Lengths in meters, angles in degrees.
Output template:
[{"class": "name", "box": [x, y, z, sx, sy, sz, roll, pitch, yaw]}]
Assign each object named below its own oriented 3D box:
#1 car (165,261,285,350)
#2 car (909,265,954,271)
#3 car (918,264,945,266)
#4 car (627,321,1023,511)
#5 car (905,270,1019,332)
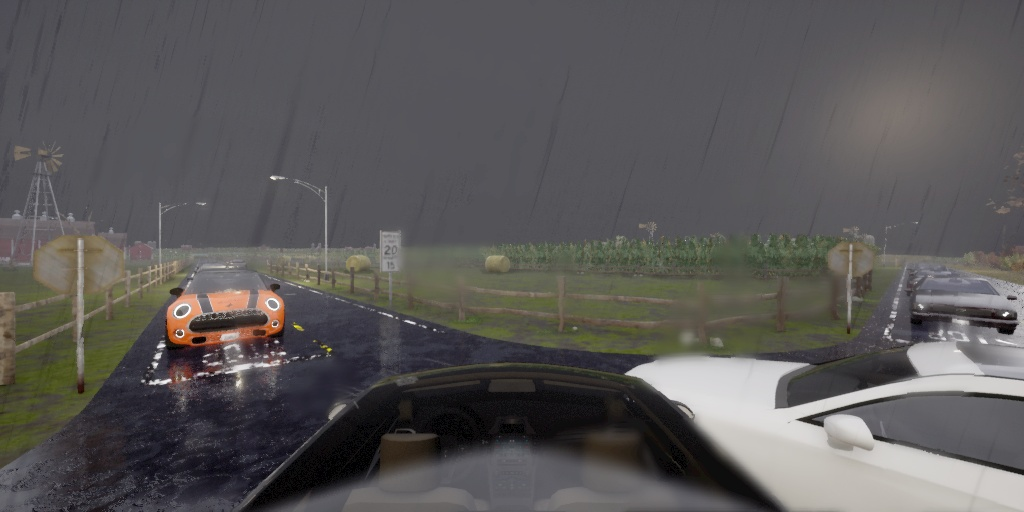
[{"class": "car", "box": [-7.438, 1.136, 9.415, 2.097, 1.767, 4.553, 0, 0, -39]}, {"class": "car", "box": [21.104, 1.359, 17.770, 4.181, 1.385, 1.994, 0, 1, -42]}, {"class": "car", "box": [28.765, 1.302, 24.653, 4.902, 1.511, 2.128, 0, 1, -42]}, {"class": "car", "box": [2.866, 1.293, 2.171, 1.812, 1.442, 4.674, 0, 1, -43]}, {"class": "car", "box": [13.675, 1.332, 11.086, 5.357, 1.411, 2.033, 0, 1, -42]}]
